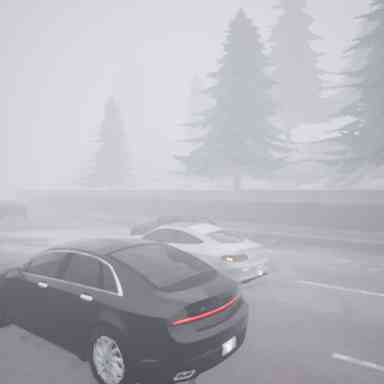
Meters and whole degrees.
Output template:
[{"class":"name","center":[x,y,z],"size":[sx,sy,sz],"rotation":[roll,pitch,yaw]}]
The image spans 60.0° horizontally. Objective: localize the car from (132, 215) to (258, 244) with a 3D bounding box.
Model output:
[{"class":"car","center":[-0.311,1.523,8.778],"size":[4.674,1.442,1.812],"rotation":[0,0,38]}]

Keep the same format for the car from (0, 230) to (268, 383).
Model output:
[{"class":"car","center":[-1.502,1.497,5.273],"size":[4.892,1.490,1.837],"rotation":[0,0,37]}]

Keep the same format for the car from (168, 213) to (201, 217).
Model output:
[{"class":"car","center":[-0.625,1.558,13.531],"size":[4.181,1.385,1.994],"rotation":[0,0,39]}]

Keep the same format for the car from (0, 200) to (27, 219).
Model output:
[{"class":"car","center":[-15.376,1.390,27.800],"size":[1.882,1.535,5.008],"rotation":[0,0,-42]}]
